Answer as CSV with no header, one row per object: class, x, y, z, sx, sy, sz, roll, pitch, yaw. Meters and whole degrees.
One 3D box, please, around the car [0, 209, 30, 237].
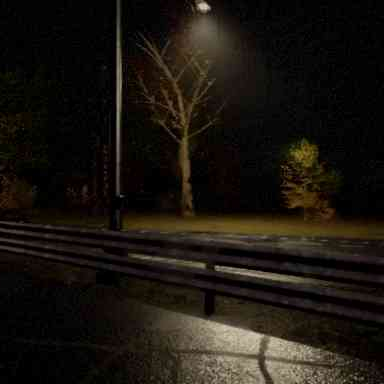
car,-10.790,1.609,17.370,4.892,1.490,1.837,1,0,20
